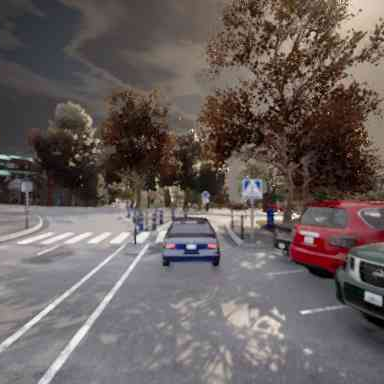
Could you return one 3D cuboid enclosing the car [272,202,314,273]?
[{"bbox_3d":[5.293,1.281,8.915,5.566,2.045,2.435,1,-1,-21],"label":"car"}]

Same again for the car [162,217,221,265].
[{"bbox_3d":[-0.050,1.599,11.862,2.033,1.411,5.357,0,0,-1],"label":"car"}]

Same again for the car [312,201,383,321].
[{"bbox_3d":[5.277,1.269,5.912,5.566,2.045,2.435,1,0,-21],"label":"car"}]

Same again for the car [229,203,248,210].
[{"bbox_3d":[11.336,3.476,81.706,4.553,1.767,2.097,0,-1,31],"label":"car"}]

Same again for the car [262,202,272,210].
[{"bbox_3d":[18.021,3.284,73.804,2.150,2.045,5.566,0,-1,-29],"label":"car"}]
